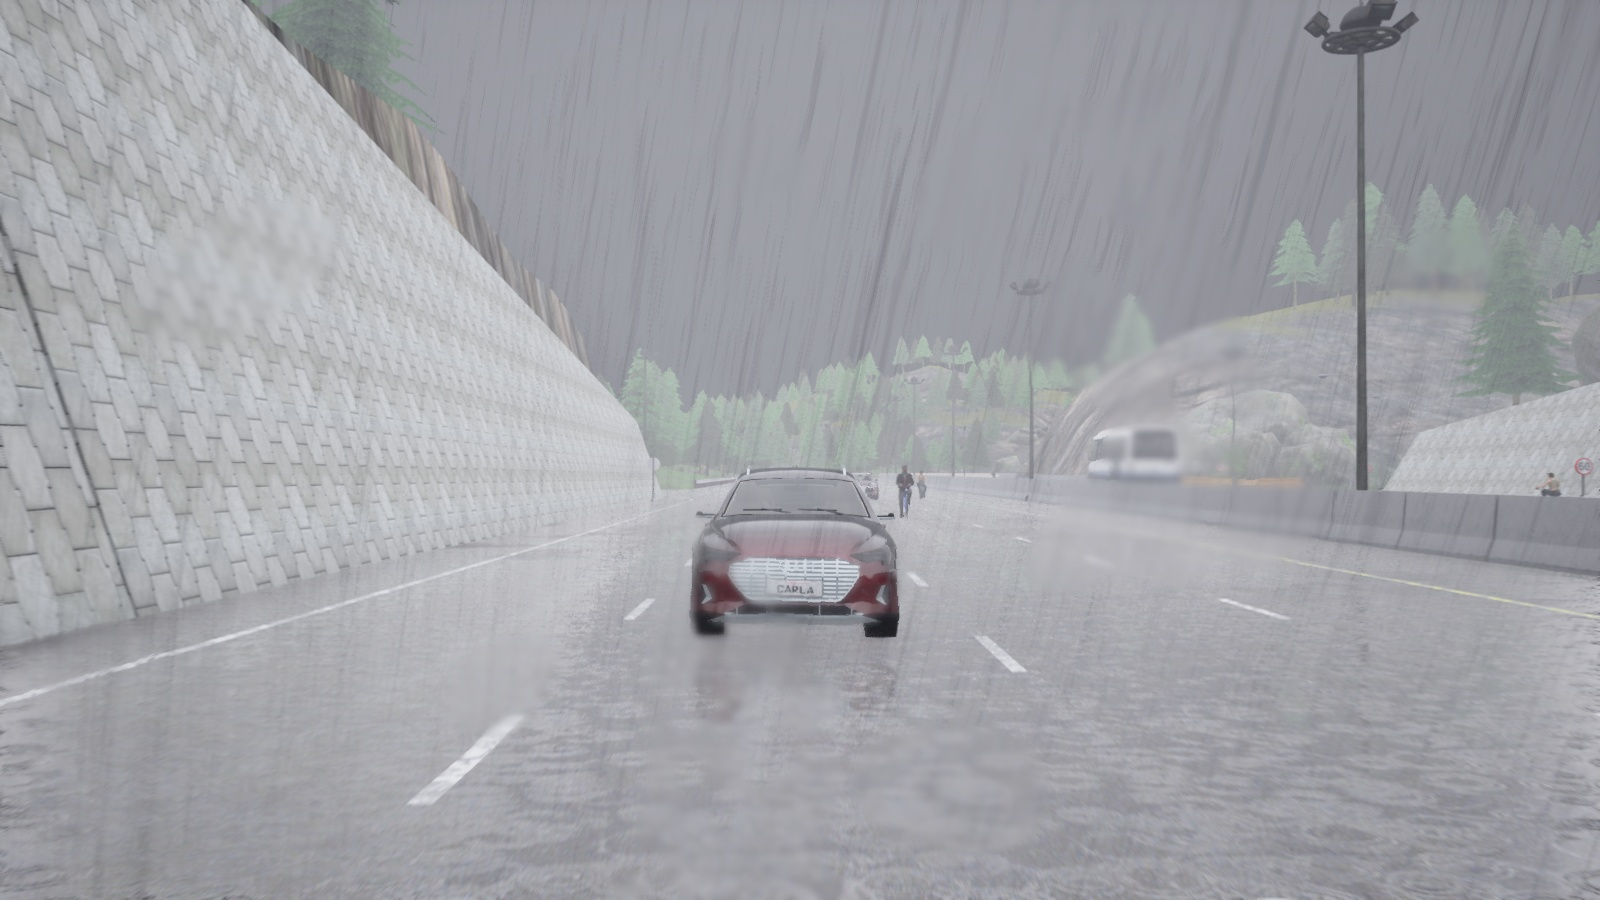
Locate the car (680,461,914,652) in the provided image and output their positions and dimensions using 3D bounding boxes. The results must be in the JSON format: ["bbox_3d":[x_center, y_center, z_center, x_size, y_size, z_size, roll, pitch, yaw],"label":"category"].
[{"bbox_3d":[-0.033,0.968,13.350,2.033,1.649,4.856,0,-1,0],"label":"car"}]

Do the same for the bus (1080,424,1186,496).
[{"bbox_3d":[20.802,0.682,79.257,3.944,4.253,10.273,0,-1,0],"label":"bus"}]

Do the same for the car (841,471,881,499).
[{"bbox_3d":[3.333,1.920,68.936,1.970,1.475,3.806,0,-1,0],"label":"car"}]
